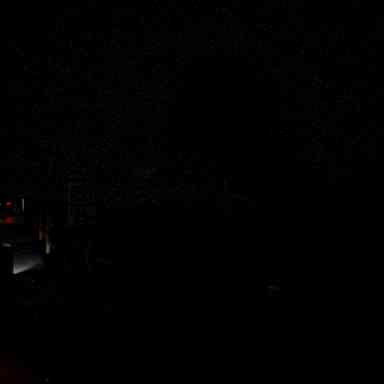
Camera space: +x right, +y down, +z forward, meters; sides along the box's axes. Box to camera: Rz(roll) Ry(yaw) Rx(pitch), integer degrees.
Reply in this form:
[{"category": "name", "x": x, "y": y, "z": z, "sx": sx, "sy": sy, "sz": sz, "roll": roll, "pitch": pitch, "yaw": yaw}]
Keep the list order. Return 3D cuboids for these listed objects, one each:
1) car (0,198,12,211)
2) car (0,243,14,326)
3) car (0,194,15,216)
[{"category": "car", "x": -23.932, "y": 1.576, "z": 42.105, "sx": 2.033, "sy": 1.411, "sz": 5.357, "roll": 0, "pitch": 0, "yaw": -28}, {"category": "car", "x": -4.599, "y": 1.563, "z": 6.476, "sx": 1.994, "sy": 1.385, "sz": 4.181, "roll": 0, "pitch": 0, "yaw": -28}, {"category": "car", "x": -18.780, "y": 1.239, "z": 32.701, "sx": 2.150, "sy": 2.045, "sz": 5.566, "roll": 0, "pitch": 0, "yaw": -28}]
